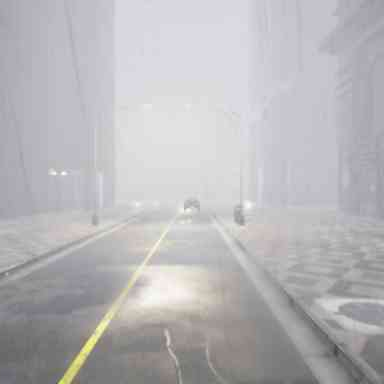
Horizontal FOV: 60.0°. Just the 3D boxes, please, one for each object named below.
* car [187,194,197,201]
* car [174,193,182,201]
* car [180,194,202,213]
[{"bbox_3d":[0.014,1.177,71.133,1.994,1.385,4.181,0,0,0],"label":"car"},{"bbox_3d":[-2.986,1.133,76.200,2.097,1.767,4.553,0,0,0],"label":"car"},{"bbox_3d":[0.008,1.306,35.785,1.837,1.490,4.892,0,0,0],"label":"car"}]
